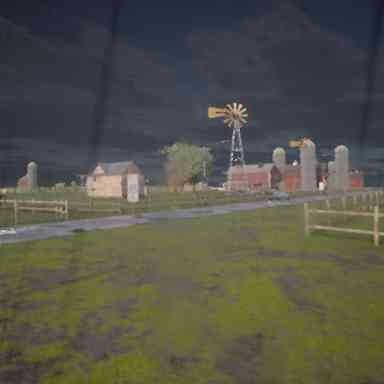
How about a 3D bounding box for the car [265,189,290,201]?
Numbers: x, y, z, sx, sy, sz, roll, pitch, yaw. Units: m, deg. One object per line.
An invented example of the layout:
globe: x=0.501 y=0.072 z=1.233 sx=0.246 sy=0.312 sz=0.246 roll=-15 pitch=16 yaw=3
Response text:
car: x=13.287 y=0.656 z=50.448 sx=1.994 sy=1.385 sz=4.181 roll=-1 pitch=0 yaw=36
